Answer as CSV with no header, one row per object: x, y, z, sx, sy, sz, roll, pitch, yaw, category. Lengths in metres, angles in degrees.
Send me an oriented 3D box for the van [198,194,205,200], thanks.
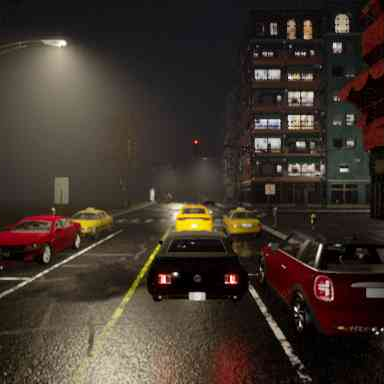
2.580,1.330,89.832,1.690,1.788,3.998,1,0,0,van

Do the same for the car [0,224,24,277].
-5.306,1.550,6.191,2.008,1.369,4.403,1,0,0,car

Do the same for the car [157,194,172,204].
-5.302,1.431,61.050,1.967,1.590,4.097,1,0,0,car

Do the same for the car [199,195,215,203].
2.576,1.543,50.205,2.008,1.369,4.403,1,0,0,car

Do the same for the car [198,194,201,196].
2.577,1.555,72.849,1.947,1.339,4.313,1,0,0,car

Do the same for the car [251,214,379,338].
2.575,1.439,6.601,1.967,1.590,4.097,1,0,0,car

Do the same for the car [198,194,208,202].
2.580,1.304,78.510,2.192,1.841,5.009,1,0,0,car

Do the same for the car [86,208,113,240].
-5.305,1.522,17.094,1.752,1.417,4.829,1,0,0,car

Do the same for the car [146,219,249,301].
0.101,1.599,8.243,1.895,1.301,4.718,0,0,0,car

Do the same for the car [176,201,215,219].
0.103,1.474,18.360,1.882,1.535,5.008,0,0,0,car

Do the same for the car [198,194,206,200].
2.576,1.573,61.527,1.802,1.307,4.206,1,0,0,car

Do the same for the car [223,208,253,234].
2.575,1.522,17.860,1.752,1.417,4.829,1,0,0,car

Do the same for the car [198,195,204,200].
2.578,1.513,95.663,1.752,1.417,4.829,1,0,0,car

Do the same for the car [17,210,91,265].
-5.306,1.542,11.728,1.887,1.381,4.507,1,0,0,car

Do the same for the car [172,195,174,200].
-5.301,1.305,66.705,2.192,1.841,5.009,1,0,0,car

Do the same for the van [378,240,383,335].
2.576,1.341,1.056,1.690,1.788,3.998,1,0,0,van
